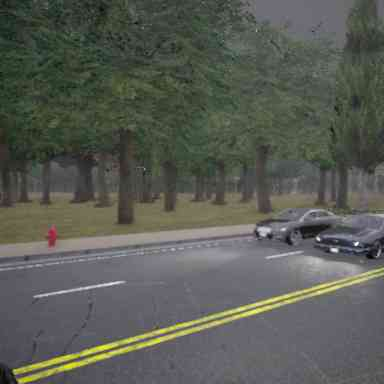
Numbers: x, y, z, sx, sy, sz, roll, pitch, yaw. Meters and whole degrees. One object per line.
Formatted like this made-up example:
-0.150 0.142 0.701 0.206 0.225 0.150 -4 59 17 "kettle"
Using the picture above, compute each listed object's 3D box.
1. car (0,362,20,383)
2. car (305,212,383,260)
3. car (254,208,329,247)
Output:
-3.236 1.491 1.131 4.902 1.511 2.128 0 0 -35 "car"
6.899 1.545 12.607 5.357 1.411 2.033 0 0 -36 "car"
4.931 1.489 15.196 4.902 1.511 2.128 0 0 -36 "car"
